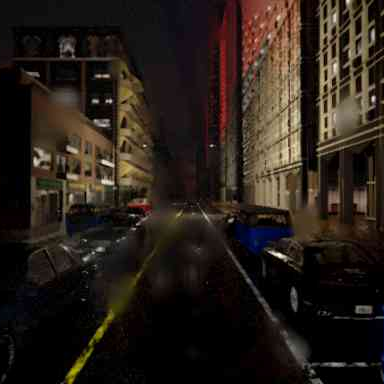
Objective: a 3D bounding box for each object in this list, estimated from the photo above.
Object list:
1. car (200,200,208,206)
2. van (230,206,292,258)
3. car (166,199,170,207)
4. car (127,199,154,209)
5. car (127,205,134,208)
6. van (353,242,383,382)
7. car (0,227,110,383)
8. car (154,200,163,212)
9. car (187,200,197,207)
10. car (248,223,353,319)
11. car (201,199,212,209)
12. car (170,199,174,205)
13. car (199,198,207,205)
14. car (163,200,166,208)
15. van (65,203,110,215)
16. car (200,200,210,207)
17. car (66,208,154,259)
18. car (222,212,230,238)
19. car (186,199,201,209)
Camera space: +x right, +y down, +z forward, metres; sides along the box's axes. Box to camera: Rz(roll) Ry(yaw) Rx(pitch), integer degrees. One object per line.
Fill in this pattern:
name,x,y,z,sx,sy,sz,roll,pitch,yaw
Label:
car,2.678,2.391,75.169,1.802,1.307,4.206,0,-1,0
van,2.689,1.477,13.041,1.690,1.788,3.998,0,-1,0
car,-5.700,2.205,63.702,1.752,1.417,4.829,0,-1,0
car,-5.696,1.689,35.633,2.192,1.841,5.009,0,-1,0
car,-5.694,1.836,24.334,1.802,1.307,4.206,0,-1,0
van,2.690,1.360,1.744,1.690,1.788,3.998,0,-1,0
car,-3.095,1.606,5.518,2.033,1.411,5.357,0,-1,0
car,-5.697,2.061,46.927,1.947,1.339,4.313,0,-1,0
car,-0.010,2.279,66.348,1.994,1.385,4.181,0,-1,0
car,2.689,1.628,7.390,2.008,1.369,4.403,0,-1,0
car,2.681,2.201,58.224,1.802,1.307,4.206,0,-1,0
car,-5.702,2.354,75.169,1.887,1.381,4.507,0,-1,0
car,2.677,2.314,80.818,1.967,1.590,4.097,0,-1,0
car,-5.698,2.107,52.575,2.008,1.369,4.403,0,-1,0
van,-5.693,1.536,18.688,1.690,1.788,3.998,0,-1,0
car,2.679,2.311,69.520,1.947,1.339,4.313,0,-1,0
car,-3.003,1.630,13.318,2.128,1.511,4.902,0,-1,0
car,2.687,1.761,18.687,1.947,1.339,4.313,0,-1,0
car,-0.009,2.085,55.930,2.128,1.511,4.902,0,-1,0
